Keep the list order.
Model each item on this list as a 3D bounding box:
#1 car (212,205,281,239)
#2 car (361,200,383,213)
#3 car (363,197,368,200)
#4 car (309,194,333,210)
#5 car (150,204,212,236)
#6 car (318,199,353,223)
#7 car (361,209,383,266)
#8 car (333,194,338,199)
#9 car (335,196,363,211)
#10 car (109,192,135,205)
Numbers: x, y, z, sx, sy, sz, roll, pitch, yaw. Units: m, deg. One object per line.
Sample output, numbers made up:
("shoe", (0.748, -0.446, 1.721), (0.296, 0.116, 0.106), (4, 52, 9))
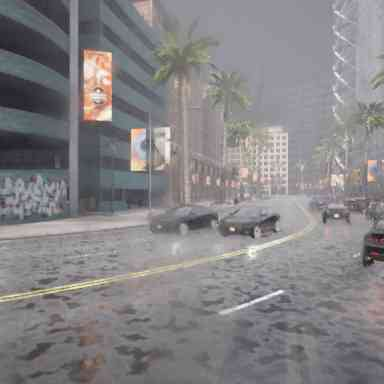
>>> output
("car", (3.196, 1.466, 17.658), (1.882, 1.535, 5.008), (0, 0, 32))
("car", (14.640, 1.555, 25.510), (1.994, 1.385, 4.181), (0, 0, 19))
("car", (24.785, 1.461, 49.062), (2.231, 1.521, 4.892), (0, 0, 16))
("car", (15.938, 1.331, 41.778), (2.097, 1.767, 4.553), (0, 0, 16))
("car", (-0.276, 1.463, 18.696), (1.882, 1.535, 5.008), (1, 0, 33))
("car", (11.038, 1.514, 25.774), (1.812, 1.442, 4.674), (0, 0, 19))
("car", (6.858, 1.501, 10.712), (1.837, 1.490, 4.892), (1, 0, 39))
("car", (32.877, 1.318, 77.300), (2.185, 1.767, 4.553), (0, 0, 16))
("car", (19.454, 1.486, 41.336), (1.837, 1.490, 4.892), (0, 0, 16))
("car", (-10.836, 0.982, 51.444), (2.435, 2.045, 5.566), (0, 0, 16))
